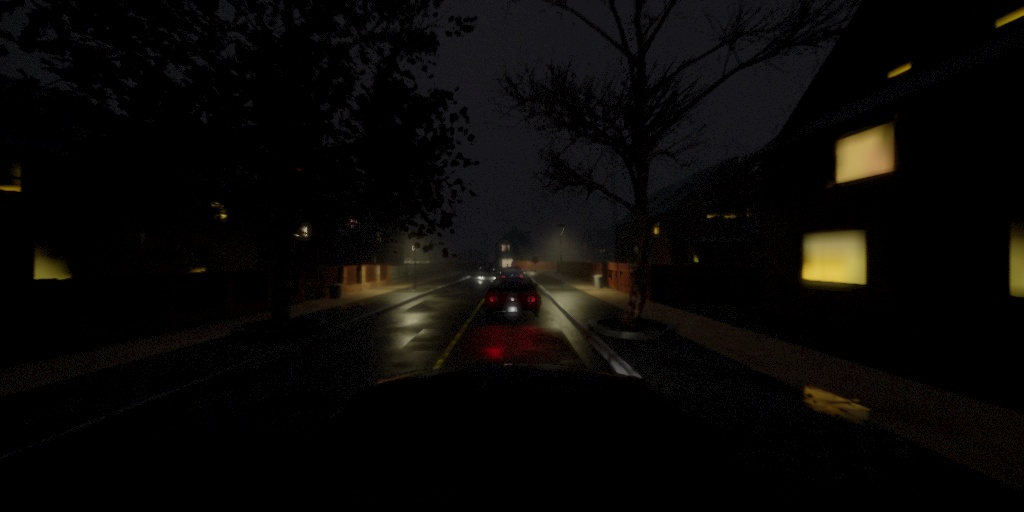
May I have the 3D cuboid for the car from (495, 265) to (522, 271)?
[{"bbox_3d":[0.029,1.501,27.178,2.033,1.411,5.357,0,-1,1],"label":"car"}]

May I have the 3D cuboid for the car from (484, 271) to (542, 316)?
[{"bbox_3d":[0.044,1.433,13.724,1.895,1.301,4.718,0,0,1],"label":"car"}]

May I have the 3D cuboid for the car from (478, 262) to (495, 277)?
[{"bbox_3d":[-2.789,1.475,42.229,2.097,1.767,4.553,0,-1,1],"label":"car"}]
